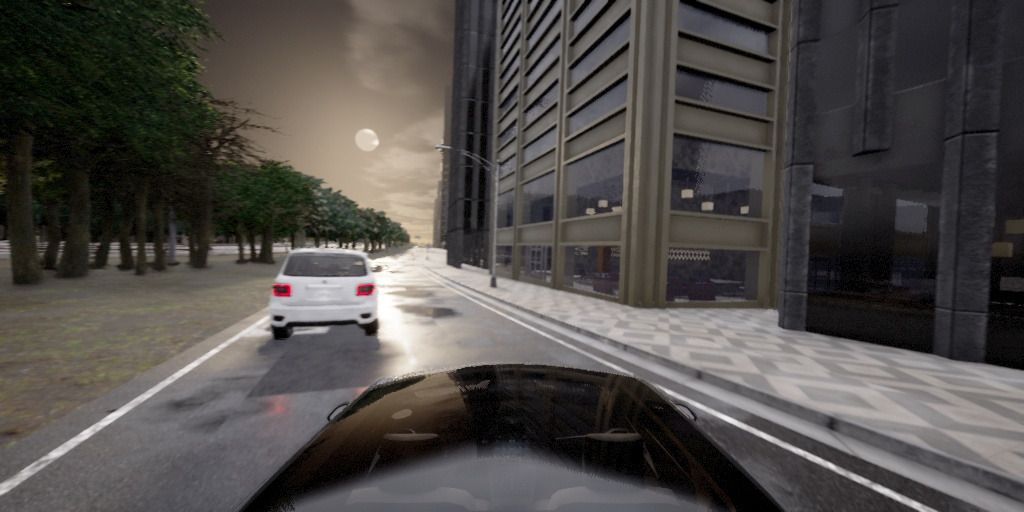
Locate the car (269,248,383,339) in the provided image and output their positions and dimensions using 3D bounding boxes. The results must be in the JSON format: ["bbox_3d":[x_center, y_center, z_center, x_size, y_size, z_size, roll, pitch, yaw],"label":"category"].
[{"bbox_3d":[-4.804,0.834,9.793,2.150,2.045,5.566,2,0,-21],"label":"car"}]
